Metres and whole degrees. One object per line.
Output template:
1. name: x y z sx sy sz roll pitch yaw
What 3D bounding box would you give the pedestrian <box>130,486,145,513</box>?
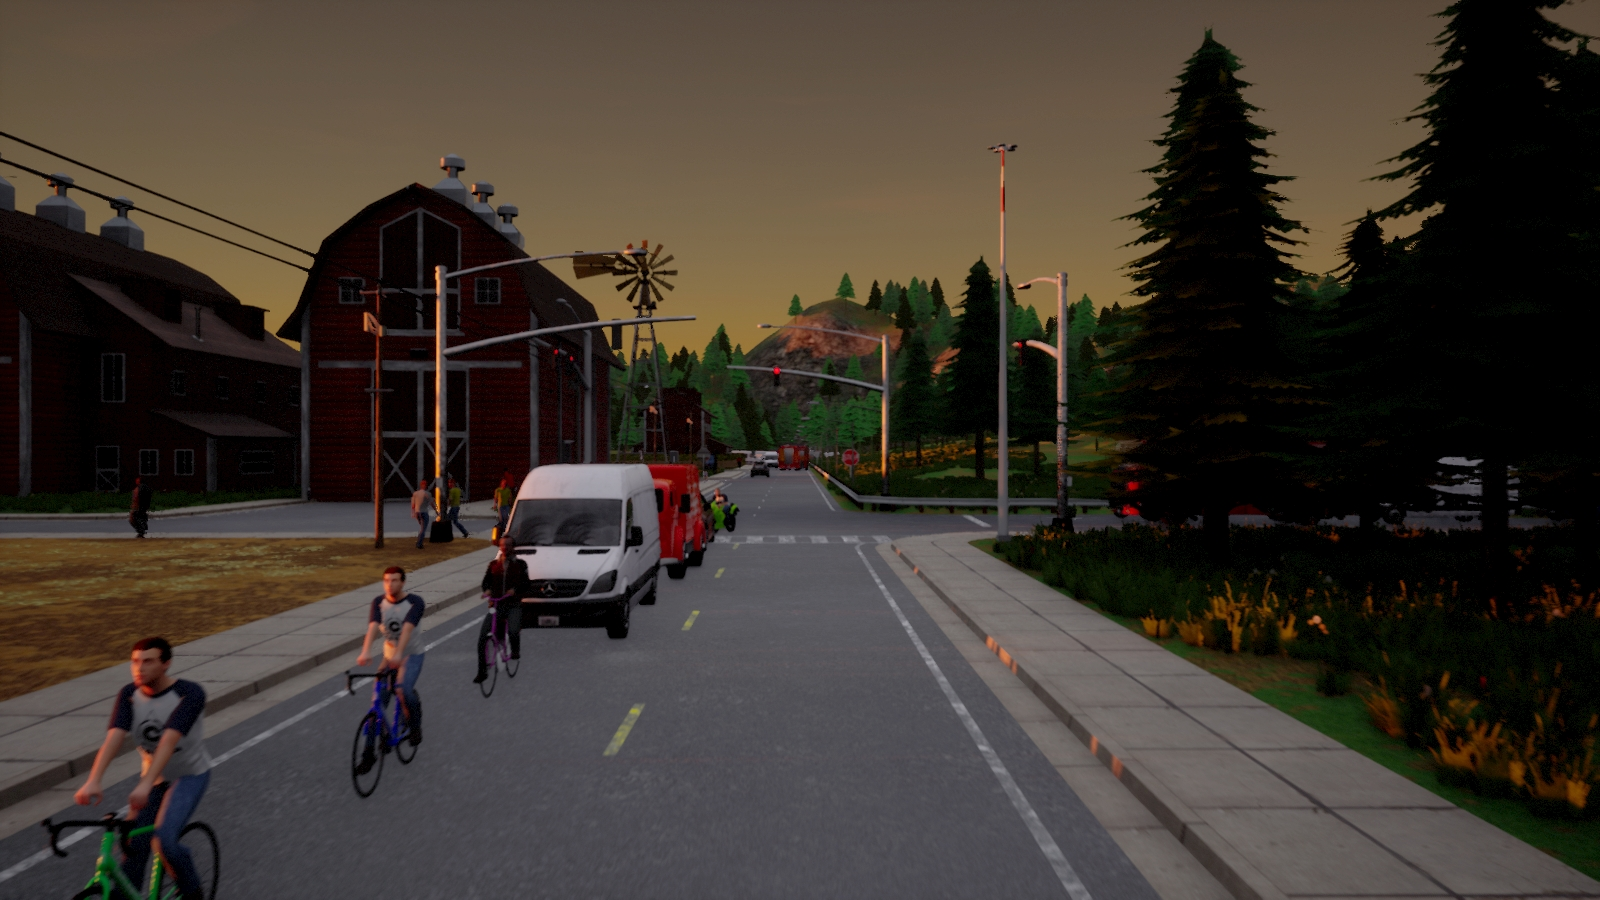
1. pedestrian: -27.412 2.052 47.279 0.500 1.100 0.500 0 0 -24

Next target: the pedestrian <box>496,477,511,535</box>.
1. pedestrian: -9.710 1.825 37.409 0.375 1.860 0.375 0 0 -33

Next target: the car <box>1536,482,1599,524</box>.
1. car: 30.588 2.011 43.731 3.633 1.501 1.845 0 0 -1

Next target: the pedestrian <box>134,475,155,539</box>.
1. pedestrian: -19.355 1.677 33.750 0.375 1.860 0.375 0 0 8

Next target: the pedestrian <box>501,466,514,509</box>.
1. pedestrian: -12.547 1.605 49.068 0.375 1.860 0.375 0 0 27

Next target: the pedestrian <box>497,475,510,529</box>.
1. pedestrian: -10.375 1.825 39.958 0.375 1.860 0.375 0 0 -1

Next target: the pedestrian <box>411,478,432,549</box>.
1. pedestrian: -10.025 1.679 30.253 0.375 1.860 0.375 0 0 15

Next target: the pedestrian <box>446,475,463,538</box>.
1. pedestrian: -10.244 1.676 33.911 0.375 1.860 0.375 0 0 4

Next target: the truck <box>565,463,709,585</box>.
1. truck: -3.589 1.570 26.373 2.627 2.467 5.204 0 0 0

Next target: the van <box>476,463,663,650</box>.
1. van: -3.597 1.536 19.060 1.988 2.561 5.915 0 0 -1
